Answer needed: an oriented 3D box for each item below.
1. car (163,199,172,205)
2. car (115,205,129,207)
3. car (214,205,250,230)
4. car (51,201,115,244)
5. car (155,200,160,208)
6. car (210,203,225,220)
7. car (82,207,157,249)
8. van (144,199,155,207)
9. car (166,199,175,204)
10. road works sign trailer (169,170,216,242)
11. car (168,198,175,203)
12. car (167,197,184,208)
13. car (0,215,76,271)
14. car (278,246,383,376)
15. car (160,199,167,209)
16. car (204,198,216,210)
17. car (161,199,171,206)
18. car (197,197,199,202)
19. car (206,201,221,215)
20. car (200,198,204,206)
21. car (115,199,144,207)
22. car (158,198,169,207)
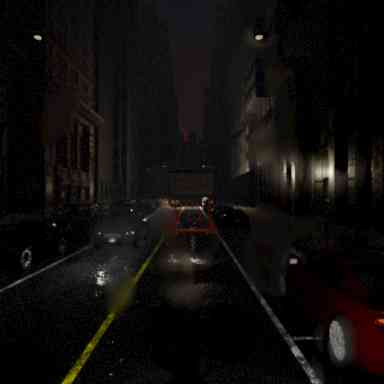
[{"bbox_3d":[-5.745,2.367,78.515,1.947,1.339,4.313,0,-1,0],"label":"car"},{"bbox_3d":[-5.756,1.803,22.501,1.802,1.307,4.206,0,-1,0],"label":"car"},{"bbox_3d":[2.769,1.788,22.512,1.947,1.339,4.313,0,-1,0],"label":"car"},{"bbox_3d":[-5.756,1.481,16.902,2.192,1.841,5.009,0,-1,0],"label":"car"},{"bbox_3d":[-5.751,1.972,44.737,1.752,1.417,4.829,0,-1,0],"label":"car"},{"bbox_3d":[2.770,1.844,28.114,1.947,1.339,4.313,0,-1,0],"label":"car"},{"bbox_3d":[-3.097,1.642,15.358,2.128,1.511,4.902,0,-1,0],"label":"car"},{"bbox_3d":[-5.752,1.732,39.307,1.690,1.788,3.998,0,-1,0],"label":"van"},{"bbox_3d":[-5.742,2.471,89.718,2.008,1.369,4.403,0,-1,0],"label":"car"},{"bbox_3d":[0.003,0.636,17.374,2.380,3.560,2.880,0,-1,0],"label":"road works sign trailer"},{"bbox_3d":[-5.741,2.504,95.149,1.752,1.417,4.829,0,-1,0],"label":"car"},{"bbox_3d":[-2.988,2.181,61.337,2.033,1.411,5.357,0,-1,0],"label":"car"},{"bbox_3d":[-5.758,1.677,11.298,1.947,1.339,4.313,0,-1,0],"label":"car"},{"bbox_3d":[2.766,1.602,5.706,1.887,1.381,4.507,0,-1,0],"label":"car"},{"bbox_3d":[-5.749,2.005,56.111,1.967,1.590,4.097,0,-1,0],"label":"car"},{"bbox_3d":[2.773,1.832,39.319,1.967,1.590,4.097,0,-1,0],"label":"car"},{"bbox_3d":[-5.746,2.324,72.913,1.802,1.307,4.206,0,-1,0],"label":"car"},{"bbox_3d":[2.780,2.384,78.530,1.802,1.307,4.206,0,-1,0],"label":"car"},{"bbox_3d":[2.772,1.886,33.715,2.008,1.369,4.403,0,-1,0],"label":"car"},{"bbox_3d":[2.776,1.823,50.523,2.192,1.841,5.009,0,-1,0],"label":"car"},{"bbox_3d":[-5.754,1.592,28.105,2.192,1.841,5.009,0,-1,0],"label":"car"},{"bbox_3d":[-5.746,2.123,67.314,1.967,1.590,4.097,0,-1,0],"label":"car"}]
